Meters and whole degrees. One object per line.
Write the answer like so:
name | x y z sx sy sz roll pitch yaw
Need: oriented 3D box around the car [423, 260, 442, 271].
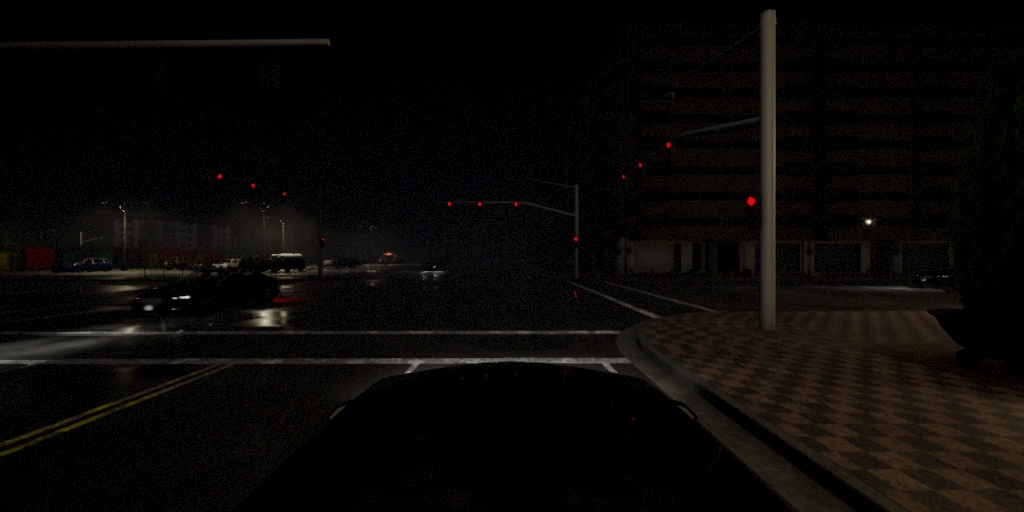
car | -10.684 1.299 48.553 1.837 1.490 4.892 0 1 0

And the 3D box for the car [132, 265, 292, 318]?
car | -10.548 1.238 12.852 2.128 1.511 4.902 0 0 0

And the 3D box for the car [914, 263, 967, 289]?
car | 27.111 1.176 21.430 4.902 1.511 2.128 0 0 0
